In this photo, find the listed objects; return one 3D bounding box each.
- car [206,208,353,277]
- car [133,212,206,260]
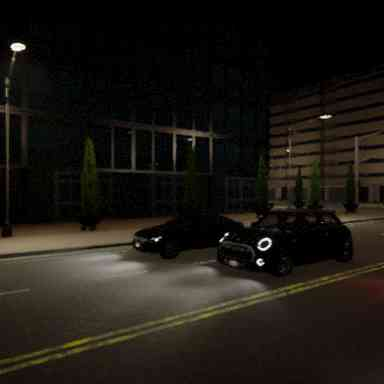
[{"bbox_3d":[2.966,1.347,10.355,4.553,1.767,2.097,0,0,-35],"label":"car"},{"bbox_3d":[0.065,1.522,12.594,4.674,1.442,1.812,0,0,-35],"label":"car"}]
